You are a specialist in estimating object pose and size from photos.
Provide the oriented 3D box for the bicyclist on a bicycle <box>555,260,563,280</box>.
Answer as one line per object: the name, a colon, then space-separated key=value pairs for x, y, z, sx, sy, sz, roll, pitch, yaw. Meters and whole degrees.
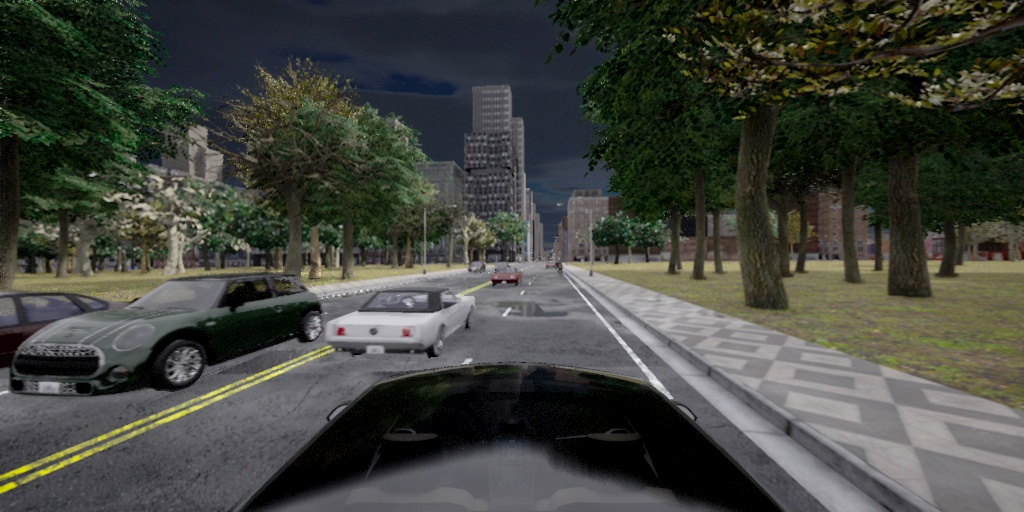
bicyclist on a bicycle: x=4.499 y=1.373 z=33.354 sx=0.582 sy=1.620 sz=1.656 roll=0 pitch=-1 yaw=6

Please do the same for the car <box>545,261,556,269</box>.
car: x=7.068 y=1.643 z=64.977 sx=2.128 sy=1.511 sz=4.902 roll=0 pitch=0 yaw=6

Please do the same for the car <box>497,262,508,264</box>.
car: x=-1.336 y=1.553 z=49.319 sx=1.837 sy=1.490 sz=4.892 roll=0 pitch=0 yaw=6

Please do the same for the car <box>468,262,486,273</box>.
car: x=-4.693 y=1.540 z=48.487 sx=2.128 sy=1.511 sz=4.902 roll=0 pitch=0 yaw=6

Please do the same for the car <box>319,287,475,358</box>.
car: x=-2.200 y=1.392 z=8.616 sx=1.895 sy=1.301 sz=4.718 roll=0 pitch=0 yaw=6

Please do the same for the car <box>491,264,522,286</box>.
car: x=-0.285 y=1.489 z=26.610 sx=1.895 sy=1.301 sz=4.718 roll=0 pitch=0 yaw=6

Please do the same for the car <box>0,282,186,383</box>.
car: x=-9.202 y=1.343 z=6.126 sx=2.033 sy=1.411 sz=5.357 roll=0 pitch=0 yaw=6

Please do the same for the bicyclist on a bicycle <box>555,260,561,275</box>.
bicyclist on a bicycle: x=5.579 y=1.360 z=43.500 sx=0.659 sy=1.776 sz=1.843 roll=0 pitch=0 yaw=6

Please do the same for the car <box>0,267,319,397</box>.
car: x=-5.849 y=1.143 z=6.944 sx=2.097 sy=1.767 sz=4.553 roll=0 pitch=0 yaw=6
